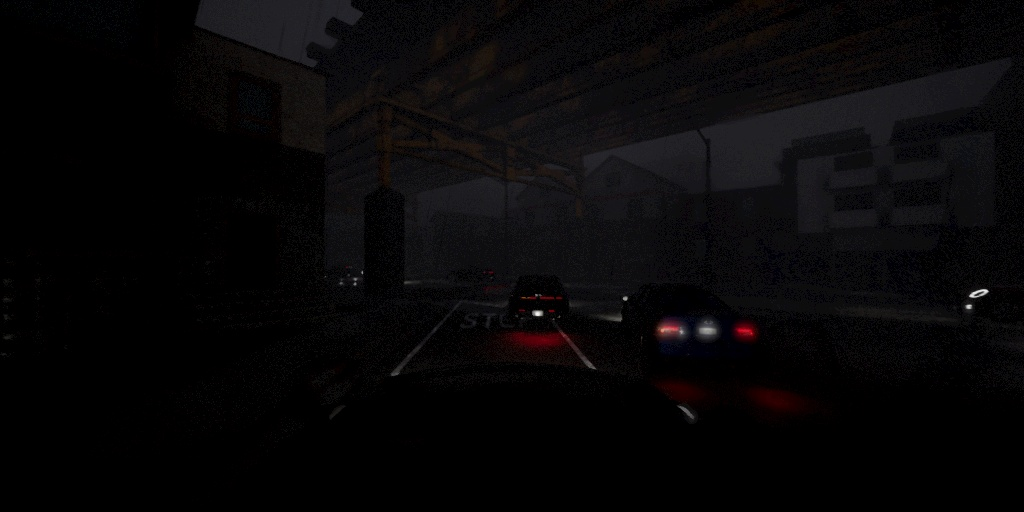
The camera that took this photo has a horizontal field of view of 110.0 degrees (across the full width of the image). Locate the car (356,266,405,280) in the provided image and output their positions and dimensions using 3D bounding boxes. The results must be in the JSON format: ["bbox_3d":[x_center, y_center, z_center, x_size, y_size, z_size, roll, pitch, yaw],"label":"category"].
[{"bbox_3d":[-12.366,1.578,33.586,4.892,1.490,1.837,-1,-1,44],"label":"car"}]

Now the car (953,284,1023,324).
[{"bbox_3d":[16.987,1.208,10.870,4.553,1.767,2.097,-1,-1,43],"label":"car"}]

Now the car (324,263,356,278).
[{"bbox_3d":[-19.078,1.735,39.951,4.718,1.301,1.895,-1,-1,44],"label":"car"}]

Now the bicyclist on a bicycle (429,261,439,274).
[{"bbox_3d":[-10.141,1.513,46.595,0.582,1.620,1.656,-1,-1,43],"label":"bicyclist on a bicycle"}]

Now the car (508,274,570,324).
[{"bbox_3d":[0.946,1.370,12.544,1.837,1.490,4.892,0,0,5],"label":"car"}]

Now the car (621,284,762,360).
[{"bbox_3d":[3.848,1.372,8.656,2.033,1.411,5.357,0,-1,11],"label":"car"}]

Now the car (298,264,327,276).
[{"bbox_3d":[-25.691,1.758,46.143,4.181,1.385,1.994,-1,-1,43],"label":"car"}]

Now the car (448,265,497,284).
[{"bbox_3d":[-3.393,1.535,30.169,4.902,1.511,2.128,-1,-1,43],"label":"car"}]
